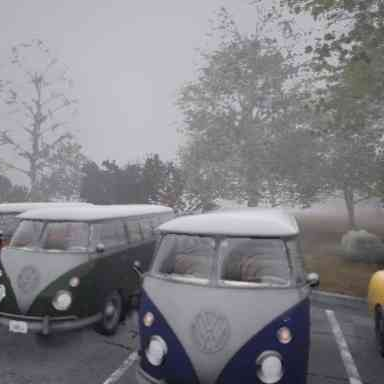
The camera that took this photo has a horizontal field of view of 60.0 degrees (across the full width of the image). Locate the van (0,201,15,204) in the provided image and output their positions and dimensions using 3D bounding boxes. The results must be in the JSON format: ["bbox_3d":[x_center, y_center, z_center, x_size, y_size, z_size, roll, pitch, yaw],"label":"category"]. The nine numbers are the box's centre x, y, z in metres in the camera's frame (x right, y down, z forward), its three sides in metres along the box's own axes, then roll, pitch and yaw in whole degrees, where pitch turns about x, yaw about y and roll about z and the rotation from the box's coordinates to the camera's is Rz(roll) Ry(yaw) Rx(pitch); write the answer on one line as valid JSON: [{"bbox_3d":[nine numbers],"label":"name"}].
[{"bbox_3d":[-4.152,1.261,8.334,1.878,1.987,4.442,1,-1,16],"label":"van"}]

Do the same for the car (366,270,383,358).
[{"bbox_3d":[3.098,1.480,3.078,1.946,1.575,5.366,1,-1,16],"label":"car"}]

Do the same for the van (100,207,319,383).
[{"bbox_3d":[0.698,1.259,4.877,1.878,1.987,4.442,1,-1,16],"label":"van"}]

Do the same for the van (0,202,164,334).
[{"bbox_3d":[-1.727,1.260,6.606,1.878,1.987,4.442,1,-1,16],"label":"van"}]
